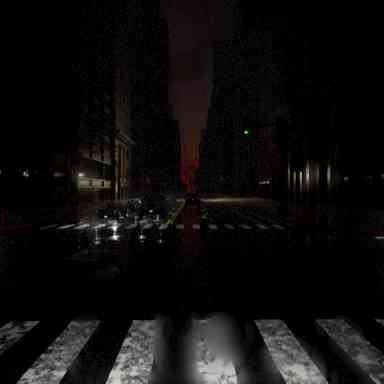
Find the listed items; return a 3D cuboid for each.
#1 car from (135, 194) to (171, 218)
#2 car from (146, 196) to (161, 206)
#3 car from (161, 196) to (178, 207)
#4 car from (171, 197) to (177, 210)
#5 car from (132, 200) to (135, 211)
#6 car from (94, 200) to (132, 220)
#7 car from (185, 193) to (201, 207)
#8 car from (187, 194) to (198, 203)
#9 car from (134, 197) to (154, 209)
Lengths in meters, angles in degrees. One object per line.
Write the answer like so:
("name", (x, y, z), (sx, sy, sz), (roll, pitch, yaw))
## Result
("car", (-3.353, 1.203, 29.894), (2.150, 2.045, 5.566), (0, 0, 0))
("car", (-6.567, 1.496, 57.027), (2.033, 1.411, 5.357), (0, 0, 0))
("car", (-3.339, 1.452, 50.410), (2.128, 1.511, 4.902), (0, 0, 0))
("car", (-3.352, 1.464, 39.987), (2.128, 1.511, 4.902), (0, 0, 0))
("car", (-6.604, 1.576, 36.964), (1.895, 1.301, 4.718), (0, 0, 0))
("car", (-6.622, 1.585, 27.848), (1.895, 1.301, 4.718), (0, 0, 1))
("car", (0.092, 1.180, 50.008), (2.150, 2.045, 5.566), (0, 0, 0))
("car", (0.090, 1.270, 69.682), (2.097, 1.767, 4.553), (0, 0, 0))
("car", (-6.598, 1.457, 46.372), (2.128, 1.511, 4.902), (0, 0, 0))
